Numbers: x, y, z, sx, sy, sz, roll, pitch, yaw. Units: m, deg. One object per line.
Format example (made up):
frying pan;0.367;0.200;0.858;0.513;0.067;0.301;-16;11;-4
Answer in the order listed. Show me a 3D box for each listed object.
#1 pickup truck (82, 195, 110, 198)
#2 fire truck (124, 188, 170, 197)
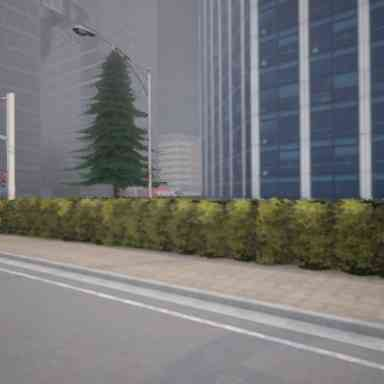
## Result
pickup truck;-17.893;1.608;63.468;6.274;2.098;2.390;0;0;-24
fire truck;-7.389;0.742;55.625;2.891;3.827;8.468;-1;0;35
